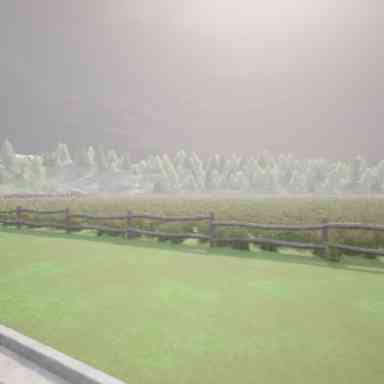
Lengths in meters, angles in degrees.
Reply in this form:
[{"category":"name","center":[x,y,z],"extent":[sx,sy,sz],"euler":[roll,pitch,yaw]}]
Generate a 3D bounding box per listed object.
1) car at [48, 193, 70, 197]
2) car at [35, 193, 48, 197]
[{"category":"car","center":[-34.755,1.010,86.983],"extent":[1.812,1.442,4.674],"euler":[0,0,12]},{"category":"car","center":[-38.180,0.964,87.703],"extent":[1.882,1.535,5.008],"euler":[0,0,12]}]
